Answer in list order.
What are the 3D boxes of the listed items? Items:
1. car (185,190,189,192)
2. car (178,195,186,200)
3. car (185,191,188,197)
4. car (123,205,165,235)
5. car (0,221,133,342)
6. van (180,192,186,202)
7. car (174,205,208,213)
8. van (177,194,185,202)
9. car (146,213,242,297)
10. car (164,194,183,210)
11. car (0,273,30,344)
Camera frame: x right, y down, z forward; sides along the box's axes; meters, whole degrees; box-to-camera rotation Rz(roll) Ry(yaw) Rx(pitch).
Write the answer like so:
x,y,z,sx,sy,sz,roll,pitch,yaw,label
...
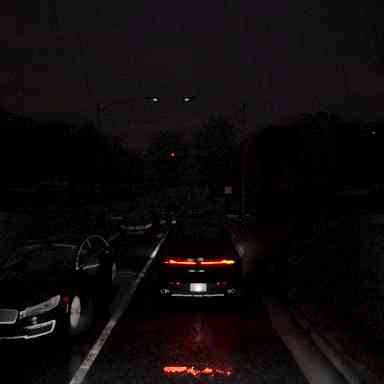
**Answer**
x,y,z,sx,sy,sz,roll,pitch,yaw,label
-2.566,1.145,94.110,2.192,1.841,5.009,-1,1,0,car
-2.569,1.442,88.560,2.008,1.369,4.403,-1,0,0,car
-2.595,1.318,71.940,2.192,1.841,5.009,-1,0,0,car
-2.642,1.584,17.463,1.802,1.307,4.206,-2,0,0,car
-2.653,1.549,6.568,2.008,1.369,4.403,-2,0,0,car
-2.599,1.369,66.396,1.690,1.788,3.998,-1,0,0,van
0.147,1.604,18.652,1.895,1.301,4.718,0,0,1,car
-2.587,1.313,77.476,1.690,1.788,3.998,-1,0,0,van
0.111,1.503,8.521,1.837,1.490,4.892,0,0,0,car
-2.623,1.489,44.240,1.967,1.590,4.097,-2,0,0,car
-2.658,1.550,1.120,2.008,1.369,4.403,-2,0,0,car
